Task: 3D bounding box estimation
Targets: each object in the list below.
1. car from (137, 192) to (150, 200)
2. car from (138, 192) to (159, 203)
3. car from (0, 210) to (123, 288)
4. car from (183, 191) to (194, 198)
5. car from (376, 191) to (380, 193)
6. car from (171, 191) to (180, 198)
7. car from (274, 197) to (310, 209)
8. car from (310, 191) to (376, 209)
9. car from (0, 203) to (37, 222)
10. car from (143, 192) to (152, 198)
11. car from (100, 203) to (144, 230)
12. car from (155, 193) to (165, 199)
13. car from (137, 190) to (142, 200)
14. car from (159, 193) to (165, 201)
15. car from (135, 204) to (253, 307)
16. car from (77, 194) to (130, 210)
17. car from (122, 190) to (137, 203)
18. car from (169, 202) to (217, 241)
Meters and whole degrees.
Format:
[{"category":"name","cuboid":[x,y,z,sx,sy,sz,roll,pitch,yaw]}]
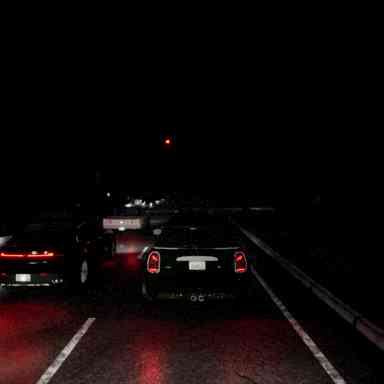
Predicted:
[{"category":"car","cuboid":[-10.732,0.894,73.537,2.128,1.511,4.902,0,1,-1]},{"category":"car","cuboid":[-7.200,1.105,56.020,2.033,1.411,5.357,0,1,0]},{"category":"car","cuboid":[-3.415,1.468,9.145,1.837,1.490,4.892,0,0,0]},{"category":"car","cuboid":[-0.680,0.707,86.096,1.812,1.442,4.674,0,1,-4]},{"category":"car","cuboid":[21.877,0.922,39.734,5.566,2.045,2.150,0,1,-3]},{"category":"car","cuboid":[-3.987,0.730,82.068,1.882,1.535,5.008,0,1,-3]},{"category":"car","cuboid":[12.126,1.306,39.167,4.718,1.301,1.895,0,1,-3]},{"category":"car","cuboid":[16.117,0.957,35.681,5.566,2.045,2.150,0,1,-3]},{"category":"car","cuboid":[-10.479,1.389,18.584,1.837,1.490,4.892,1,1,0]},{"category":"car","cuboid":[-11.067,0.749,83.759,1.812,1.442,4.674,0,1,-2]},{"category":"car","cuboid":[-3.435,1.487,18.466,1.895,1.301,4.718,0,1,0]},{"category":"car","cuboid":[-7.301,0.870,76.515,2.033,1.411,5.357,0,1,-1]},{"category":"car","cuboid":[-10.681,0.709,63.313,2.150,2.045,5.566,0,1,0]},{"category":"car","cuboid":[-7.171,1.005,66.088,2.033,1.411,5.357,0,1,1]},{"category":"car","cuboid":[0.088,1.323,8.092,2.097,1.767,4.553,0,0,0]},{"category":"car","cuboid":[-9.255,1.239,34.208,4.902,1.511,2.128,0,0,-3]},{"category":"car","cuboid":[-10.695,0.928,53.872,2.097,1.767,4.553,0,0,0]},{"category":"car","cuboid":[0.061,1.388,17.289,2.128,1.511,4.902,0,0,1]}]
